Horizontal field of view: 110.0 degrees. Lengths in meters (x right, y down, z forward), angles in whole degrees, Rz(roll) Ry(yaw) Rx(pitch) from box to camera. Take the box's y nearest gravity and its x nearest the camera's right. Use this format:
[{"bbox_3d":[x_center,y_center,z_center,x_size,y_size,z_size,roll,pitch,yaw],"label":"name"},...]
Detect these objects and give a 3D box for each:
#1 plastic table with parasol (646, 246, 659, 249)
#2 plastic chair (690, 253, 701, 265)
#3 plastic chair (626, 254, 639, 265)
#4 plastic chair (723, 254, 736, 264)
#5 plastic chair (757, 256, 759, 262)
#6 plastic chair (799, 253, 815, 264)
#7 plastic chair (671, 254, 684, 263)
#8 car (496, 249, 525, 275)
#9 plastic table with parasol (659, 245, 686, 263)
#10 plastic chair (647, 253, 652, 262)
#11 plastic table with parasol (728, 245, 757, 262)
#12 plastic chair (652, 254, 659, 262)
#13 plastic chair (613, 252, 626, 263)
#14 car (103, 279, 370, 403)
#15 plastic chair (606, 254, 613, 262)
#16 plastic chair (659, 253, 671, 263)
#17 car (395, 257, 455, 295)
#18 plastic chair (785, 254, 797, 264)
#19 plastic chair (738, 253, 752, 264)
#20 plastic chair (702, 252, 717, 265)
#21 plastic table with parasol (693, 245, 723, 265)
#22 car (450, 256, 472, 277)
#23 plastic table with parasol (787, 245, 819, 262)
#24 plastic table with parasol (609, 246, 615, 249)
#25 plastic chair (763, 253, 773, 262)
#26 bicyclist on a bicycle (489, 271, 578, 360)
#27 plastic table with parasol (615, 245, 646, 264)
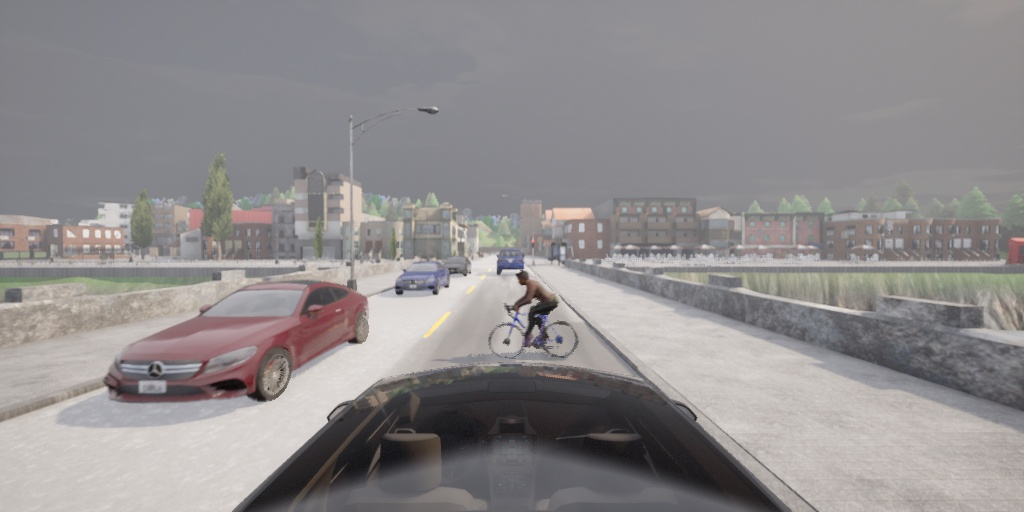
[{"bbox_3d":[22.219,-0.385,56.118,2.482,2.480,2.482,0,0,0],"label":"plastic table with parasol"},{"bbox_3d":[22.374,0.450,44.051,0.730,1.272,0.750,0,0,0],"label":"plastic chair"},{"bbox_3d":[14.774,0.455,44.110,0.750,1.272,0.730,0,0,0],"label":"plastic chair"},{"bbox_3d":[29.085,0.369,47.983,0.730,1.272,0.750,0,0,-1],"label":"plastic chair"},{"bbox_3d":[36.011,0.256,53.623,0.730,1.272,0.750,0,0,0],"label":"plastic chair"},{"bbox_3d":[37.566,0.408,45.633,0.750,1.272,0.730,0,0,0],"label":"plastic chair"},{"bbox_3d":[22.548,0.358,48.851,0.750,1.272,0.730,0,0,0],"label":"plastic chair"},{"bbox_3d":[-0.111,0.439,29.502,2.150,2.045,5.566,0,1,0],"label":"car"},{"bbox_3d":[22.641,-0.272,50.202,2.482,2.480,2.482,0,0,0],"label":"plastic table with parasol"},{"bbox_3d":[21.041,0.222,56.038,0.730,1.272,0.750,0,0,-1],"label":"plastic chair"},{"bbox_3d":[30.264,-0.233,47.873,2.482,2.480,2.482,0,0,0],"label":"plastic table with parasol"},{"bbox_3d":[22.217,0.247,54.649,0.750,1.272,0.730,0,0,0],"label":"plastic chair"},{"bbox_3d":[13.666,0.429,45.504,0.730,1.272,0.750,0,0,0],"label":"plastic chair"},{"bbox_3d":[-4.098,1.189,6.394,1.812,1.442,4.674,0,1,0],"label":"car"},{"bbox_3d":[14.424,0.279,53.306,0.730,1.272,0.750,0,0,0],"label":"plastic chair"},{"bbox_3d":[21.441,0.332,50.245,0.730,1.272,0.750,0,0,0],"label":"plastic chair"},{"bbox_3d":[-4.164,0.979,17.362,1.812,1.442,4.674,0,1,0],"label":"car"},{"bbox_3d":[36.421,0.381,47.025,0.730,1.272,0.750,0,0,0],"label":"plastic chair"},{"bbox_3d":[30.261,0.395,46.594,0.750,1.272,0.730,0,0,0],"label":"plastic chair"},{"bbox_3d":[23.482,0.476,42.657,0.750,1.272,0.730,0,0,0],"label":"plastic chair"},{"bbox_3d":[23.575,-0.154,44.008,2.482,2.480,2.482,0,0,0],"label":"plastic table with parasol"},{"bbox_3d":[-4.202,0.760,27.720,1.837,1.490,4.892,0,1,0],"label":"car"},{"bbox_3d":[37.549,-0.221,46.943,2.482,2.480,2.482,0,0,0],"label":"plastic table with parasol"},{"bbox_3d":[15.645,-0.323,53.193,2.482,2.480,2.482,0,0,0],"label":"plastic table with parasol"},{"bbox_3d":[37.130,0.282,52.230,0.750,1.272,0.730,0,0,0],"label":"plastic chair"},{"bbox_3d":[0.377,1.092,6.565,1.656,1.620,0.582,-2,1,0],"label":"bicyclist on a bicycle"},{"bbox_3d":[14.937,-0.173,45.371,2.482,2.480,2.482,0,0,0],"label":"plastic table with parasol"}]
